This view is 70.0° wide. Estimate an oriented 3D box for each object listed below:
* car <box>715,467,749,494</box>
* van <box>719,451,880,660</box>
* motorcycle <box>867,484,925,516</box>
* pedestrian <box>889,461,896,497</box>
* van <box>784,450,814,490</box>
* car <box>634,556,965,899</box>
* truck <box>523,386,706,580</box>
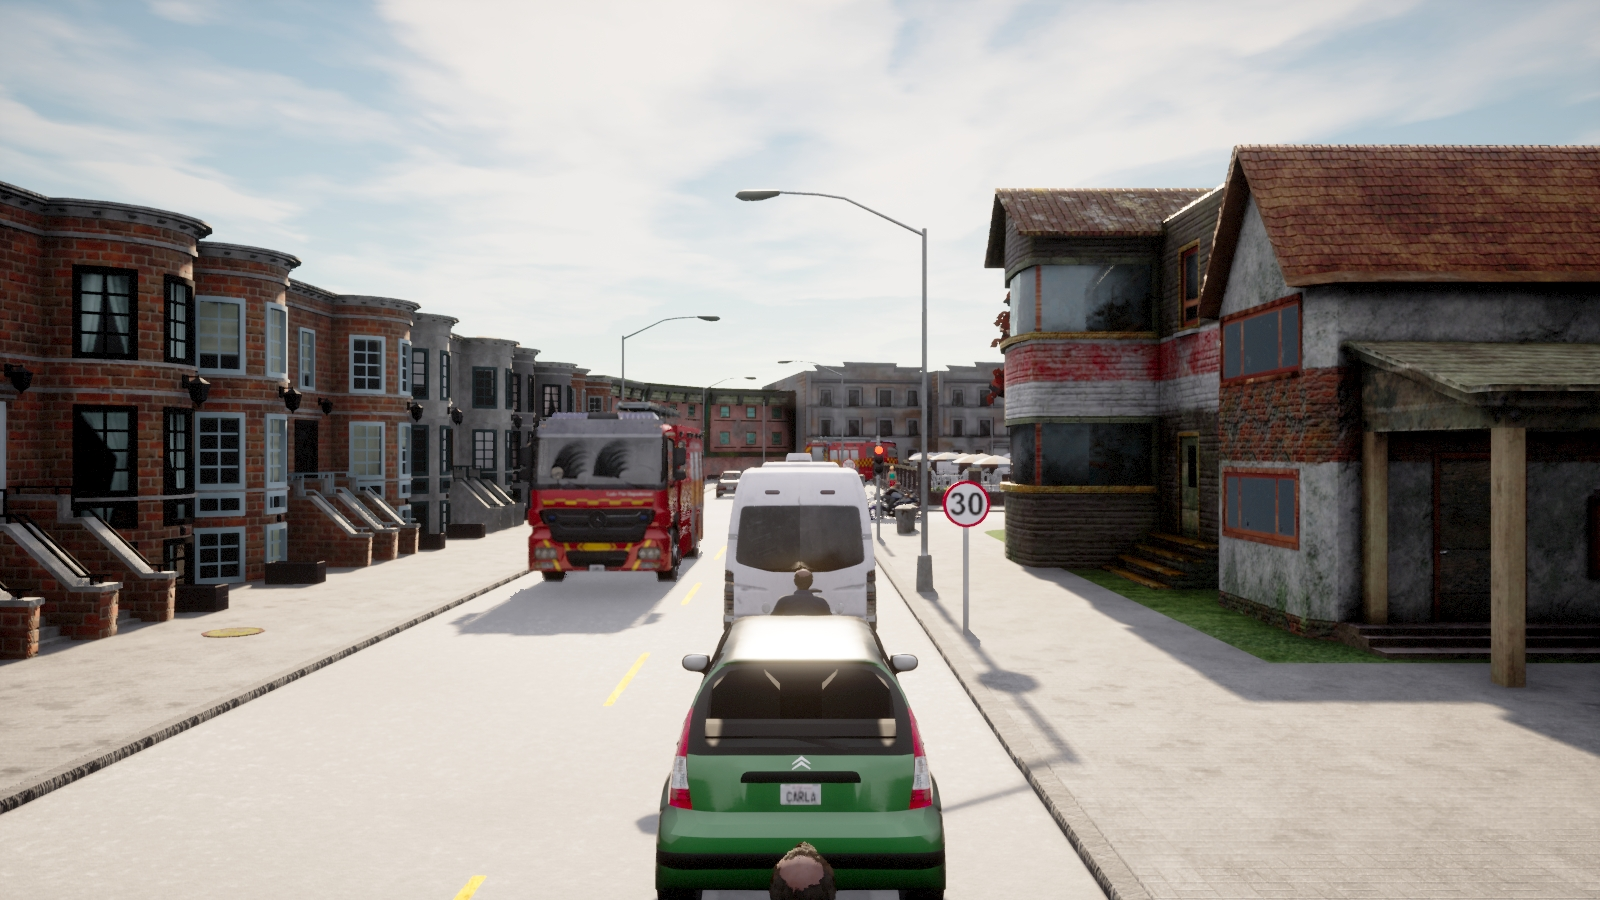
[{"bbox_3d":[-4.014,1.781,67.520,1.789,1.549,3.705,0,0,0],"label":"car"},{"bbox_3d":[-0.006,1.308,17.043,1.988,2.561,5.915,0,0,0],"label":"van"},{"bbox_3d":[3.800,1.968,45.138,2.209,1.251,0.867,0,-2,11],"label":"motorcycle"},{"bbox_3d":[4.767,1.494,58.879,0.375,1.860,0.375,0,0,0],"label":"pedestrian"},{"bbox_3d":[-0.059,1.286,76.777,1.988,2.561,5.915,0,0,0],"label":"van"},{"bbox_3d":[-0.003,1.776,8.384,1.851,1.617,3.988,0,0,0],"label":"car"},{"bbox_3d":[-4.003,0.660,26.771,2.891,3.827,8.468,0,0,0],"label":"truck"}]
